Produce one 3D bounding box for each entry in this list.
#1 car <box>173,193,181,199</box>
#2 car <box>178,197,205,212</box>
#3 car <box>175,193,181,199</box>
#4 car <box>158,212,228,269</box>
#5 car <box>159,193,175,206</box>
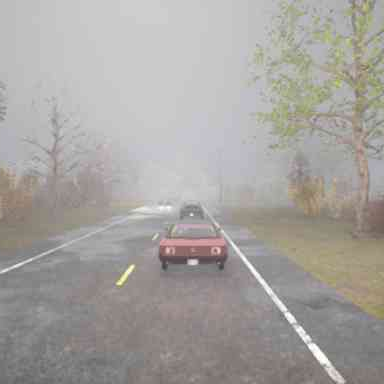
[{"bbox_3d":[-3.954,1.045,87.620,1.837,1.490,4.892,0,0,0],"label":"car"},{"bbox_3d":[-0.024,1.425,27.537,1.837,1.490,4.892,0,1,0],"label":"car"},{"bbox_3d":[-3.795,1.035,80.311,2.128,1.511,4.902,0,0,-2],"label":"car"},{"bbox_3d":[0.039,1.568,11.010,1.895,1.301,4.718,0,0,0],"label":"car"},{"bbox_3d":[-4.027,1.323,50.449,2.128,1.511,4.902,0,0,-3],"label":"car"}]
